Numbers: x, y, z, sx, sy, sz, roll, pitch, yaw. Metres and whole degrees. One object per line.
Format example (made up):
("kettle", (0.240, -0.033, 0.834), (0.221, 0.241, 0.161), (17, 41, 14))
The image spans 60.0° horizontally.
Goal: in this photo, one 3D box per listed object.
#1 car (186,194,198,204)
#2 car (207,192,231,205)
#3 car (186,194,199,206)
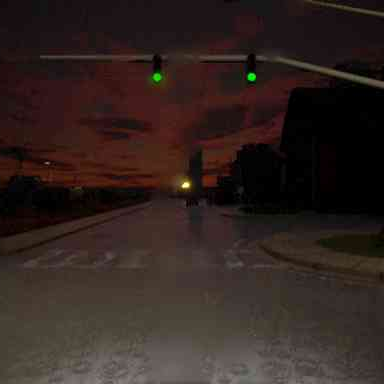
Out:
("car", (0.002, 1.193, 58.754), (2.097, 1.767, 4.553), (0, 0, 0))
("car", (4.164, 1.004, 51.327), (1.905, 1.878, 3.866), (-8, 4, -42))
("car", (0.043, 1.361, 49.015), (2.033, 1.411, 5.357), (0, -1, 0))
